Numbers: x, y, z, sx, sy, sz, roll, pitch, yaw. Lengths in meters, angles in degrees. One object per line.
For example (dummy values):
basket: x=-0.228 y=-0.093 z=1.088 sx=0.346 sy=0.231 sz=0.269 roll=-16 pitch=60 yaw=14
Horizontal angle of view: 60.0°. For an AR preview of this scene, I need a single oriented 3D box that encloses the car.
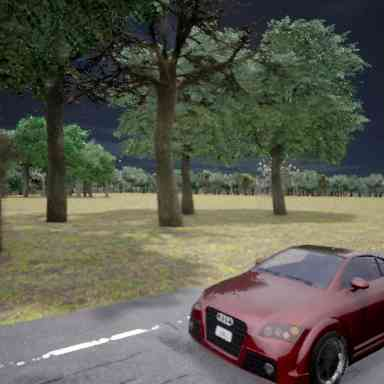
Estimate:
car: x=2.019 y=1.589 z=5.295 sx=4.181 sy=1.385 sz=1.994 roll=0 pitch=0 yaw=-35
